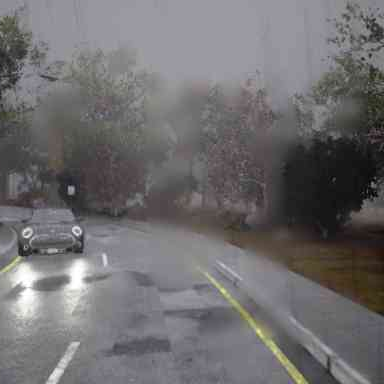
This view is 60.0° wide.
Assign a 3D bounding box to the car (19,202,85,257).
[{"bbox_3d":[-5.475,1.365,13.125,2.097,1.767,4.553,0,0,-23],"label":"car"}]

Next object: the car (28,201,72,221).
[{"bbox_3d":[-11.881,1.522,27.706,1.994,1.385,4.181,1,1,-44],"label":"car"}]
